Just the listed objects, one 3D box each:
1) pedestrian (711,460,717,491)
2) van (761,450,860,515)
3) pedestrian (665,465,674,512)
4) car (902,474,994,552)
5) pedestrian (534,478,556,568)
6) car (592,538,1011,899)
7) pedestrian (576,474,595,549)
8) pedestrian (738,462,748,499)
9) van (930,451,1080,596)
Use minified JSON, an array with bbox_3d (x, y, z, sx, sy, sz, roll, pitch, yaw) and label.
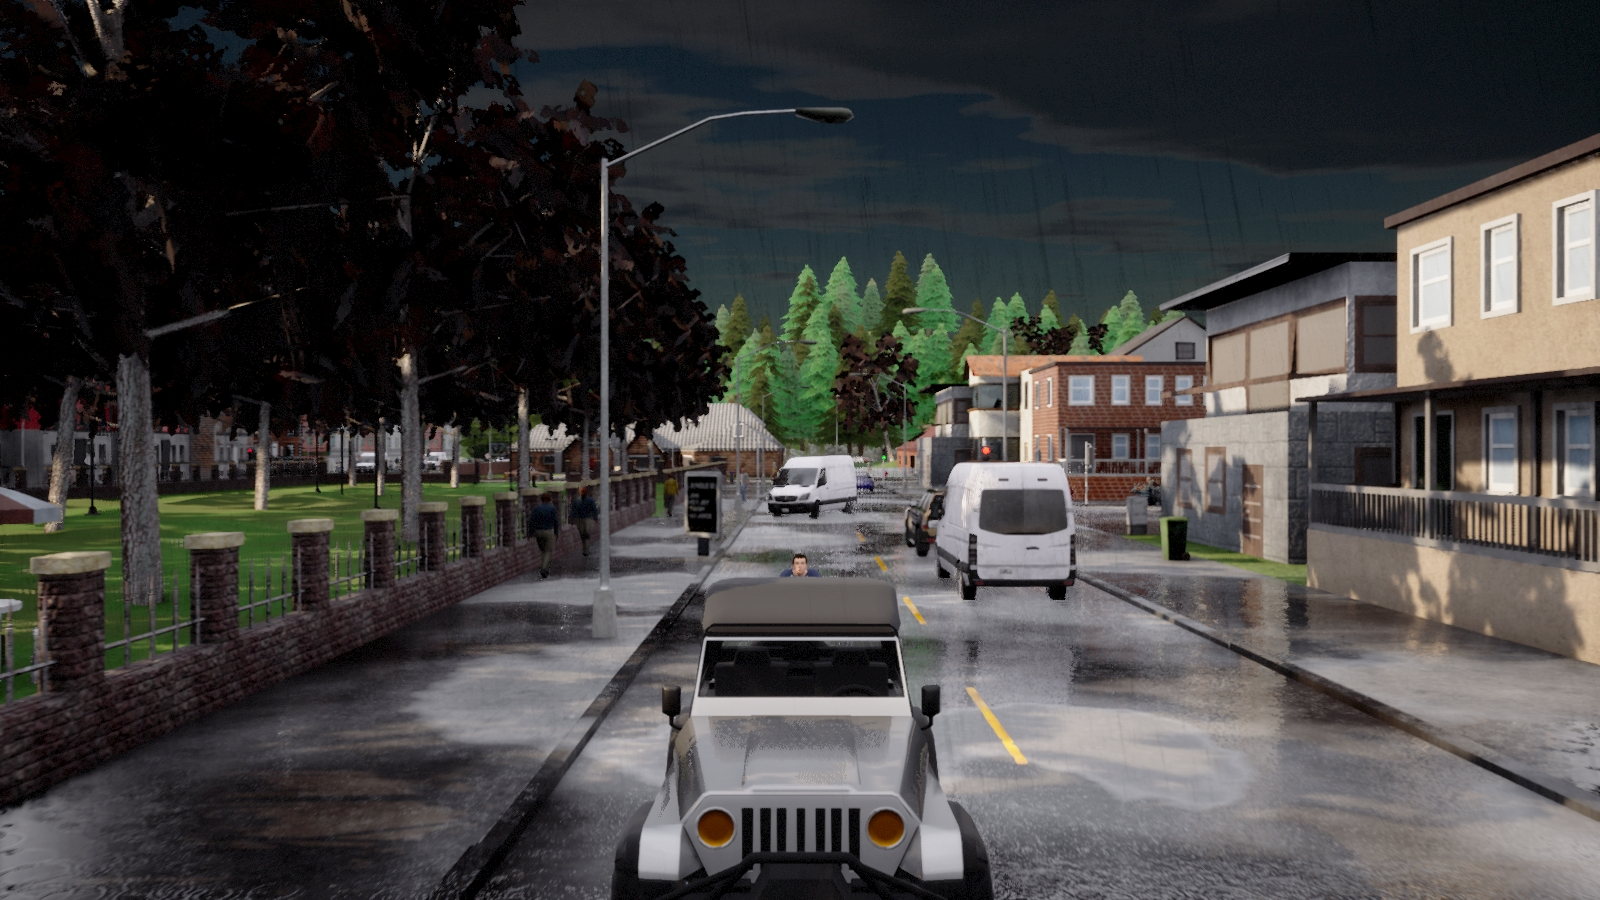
[{"bbox_3d":[-5.140,1.525,68.475,0.375,1.860,0.375,0,0,-6],"label":"pedestrian"},{"bbox_3d":[0.542,1.314,48.344,1.988,2.561,5.915,-1,-1,23],"label":"van"},{"bbox_3d":[-5.209,1.525,45.633,0.375,1.860,0.375,0,0,-7],"label":"pedestrian"},{"bbox_3d":[3.947,1.644,31.214,1.932,1.855,4.605,0,0,0],"label":"car"},{"bbox_3d":[-5.335,1.525,23.907,0.375,1.860,0.375,0,0,1],"label":"pedestrian"},{"bbox_3d":[0.011,1.637,7.123,1.905,1.878,3.866,0,0,0],"label":"car"},{"bbox_3d":[-5.336,1.525,28.438,0.375,1.860,0.375,0,0,1],"label":"pedestrian"},{"bbox_3d":[-2.882,1.525,57.863,0.375,1.860,0.375,0,0,22],"label":"pedestrian"},{"bbox_3d":[3.979,1.315,23.234,1.988,2.561,5.915,0,0,0],"label":"van"}]
